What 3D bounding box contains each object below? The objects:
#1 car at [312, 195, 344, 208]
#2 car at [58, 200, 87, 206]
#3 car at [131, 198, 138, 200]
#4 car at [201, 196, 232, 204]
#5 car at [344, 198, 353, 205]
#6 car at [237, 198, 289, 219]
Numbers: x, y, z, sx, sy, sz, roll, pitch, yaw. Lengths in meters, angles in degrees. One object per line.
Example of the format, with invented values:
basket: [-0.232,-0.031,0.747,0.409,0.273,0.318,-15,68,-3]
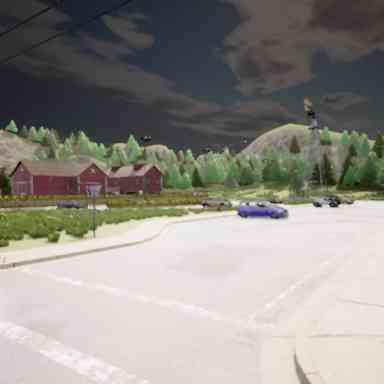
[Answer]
car: [20.322,1.456,50.264,3.866,1.878,1.905,-1,0,35]
car: [-18.311,2.006,51.163,4.892,1.490,1.837,-1,-3,18]
car: [-11.512,2.015,67.007,1.882,1.535,5.008,-1,0,35]
car: [3.621,1.600,49.518,4.605,1.855,1.932,-1,0,35]
car: [27.591,1.657,61.634,4.193,1.474,1.816,-1,0,35]
car: [6.441,1.620,30.434,4.611,1.667,2.242,-1,0,35]
